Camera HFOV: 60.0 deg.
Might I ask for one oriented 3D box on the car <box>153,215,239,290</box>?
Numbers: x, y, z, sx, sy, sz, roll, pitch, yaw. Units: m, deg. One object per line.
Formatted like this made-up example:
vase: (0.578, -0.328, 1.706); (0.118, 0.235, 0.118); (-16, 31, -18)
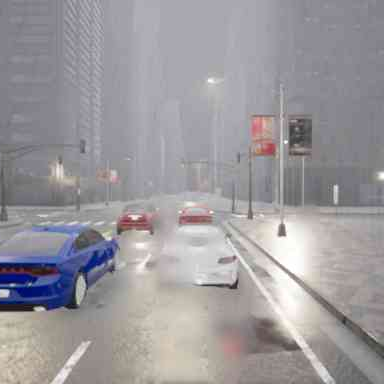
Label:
car: (0.160, 1.577, 9.086); (1.812, 1.442, 4.674); (0, 0, 0)

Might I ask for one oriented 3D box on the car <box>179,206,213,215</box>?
car: (0.238, 1.584, 19.851); (1.882, 1.535, 5.008); (0, 0, 1)

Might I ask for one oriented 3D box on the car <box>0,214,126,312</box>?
car: (-3.102, 1.522, 7.940); (1.882, 1.535, 5.008); (0, 0, 1)

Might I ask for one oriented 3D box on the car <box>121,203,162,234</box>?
car: (-3.022, 1.458, 19.952); (2.097, 1.767, 4.553); (0, 0, 1)
